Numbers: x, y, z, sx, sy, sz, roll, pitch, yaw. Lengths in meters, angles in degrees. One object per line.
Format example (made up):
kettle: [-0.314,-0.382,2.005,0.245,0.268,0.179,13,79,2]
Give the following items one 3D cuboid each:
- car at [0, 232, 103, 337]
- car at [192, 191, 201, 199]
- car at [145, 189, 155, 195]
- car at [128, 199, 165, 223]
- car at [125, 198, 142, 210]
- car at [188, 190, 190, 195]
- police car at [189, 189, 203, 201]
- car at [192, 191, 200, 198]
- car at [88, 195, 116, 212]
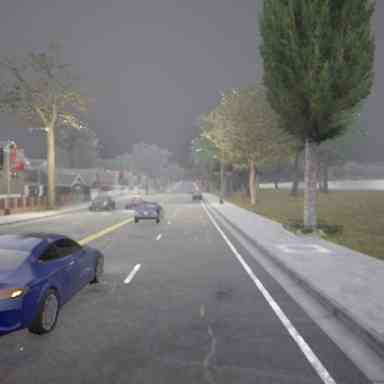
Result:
car: [-3.150,1.519,6.566,1.812,1.442,4.674,0,0,0]
car: [0.951,0.618,69.891,1.837,1.490,4.892,0,1,0]
car: [-9.776,0.044,78.011,2.097,1.767,4.553,0,1,0]
car: [-3.158,1.490,25.164,2.033,1.411,5.357,0,0,0]
car: [-6.599,1.351,39.246,1.994,1.385,4.181,0,1,0]
car: [-0.031,0.024,93.347,1.882,1.535,5.008,0,1,0]
police car: [0.955,0.778,60.001,1.930,1.638,5.238,0,1,0]
car: [0.949,0.485,75.891,1.837,1.490,4.892,0,1,0]
car: [-9.854,1.175,36.758,2.097,1.767,4.553,0,1,0]
